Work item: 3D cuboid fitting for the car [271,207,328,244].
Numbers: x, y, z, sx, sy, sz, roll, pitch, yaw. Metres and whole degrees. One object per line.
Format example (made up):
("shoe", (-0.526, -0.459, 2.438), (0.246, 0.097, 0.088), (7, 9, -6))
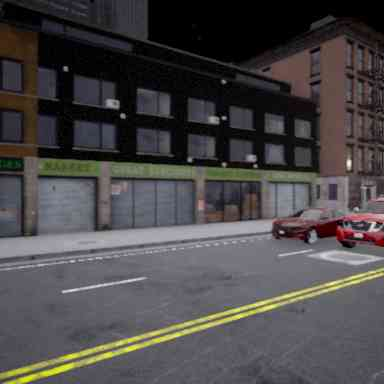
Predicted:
("car", (5.932, 1.482, 15.897), (5.008, 1.535, 1.882), (0, 0, -35))

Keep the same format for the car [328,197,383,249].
("car", (8.223, 1.229, 13.543), (5.566, 2.045, 2.150), (0, 0, -36))
